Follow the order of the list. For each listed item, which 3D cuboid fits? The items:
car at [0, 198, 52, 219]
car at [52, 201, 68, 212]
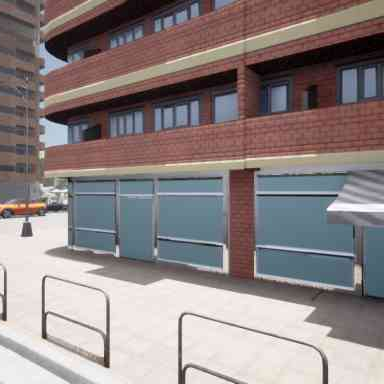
[{"bbox_3d":[-15.480,1.352,29.729,2.097,1.767,4.553,0,0,36],"label":"car"},{"bbox_3d":[-15.369,1.601,35.814,1.895,1.301,4.718,0,0,36],"label":"car"}]
